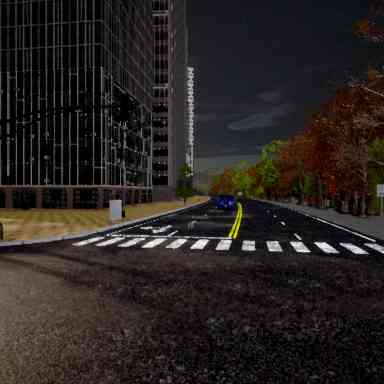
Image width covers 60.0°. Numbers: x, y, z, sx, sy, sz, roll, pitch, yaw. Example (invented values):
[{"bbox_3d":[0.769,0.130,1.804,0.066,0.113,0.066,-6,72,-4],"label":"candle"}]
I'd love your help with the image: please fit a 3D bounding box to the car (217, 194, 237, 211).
[{"bbox_3d":[4.309,1.241,41.157,2.150,2.045,5.566,0,0,8],"label":"car"}]
